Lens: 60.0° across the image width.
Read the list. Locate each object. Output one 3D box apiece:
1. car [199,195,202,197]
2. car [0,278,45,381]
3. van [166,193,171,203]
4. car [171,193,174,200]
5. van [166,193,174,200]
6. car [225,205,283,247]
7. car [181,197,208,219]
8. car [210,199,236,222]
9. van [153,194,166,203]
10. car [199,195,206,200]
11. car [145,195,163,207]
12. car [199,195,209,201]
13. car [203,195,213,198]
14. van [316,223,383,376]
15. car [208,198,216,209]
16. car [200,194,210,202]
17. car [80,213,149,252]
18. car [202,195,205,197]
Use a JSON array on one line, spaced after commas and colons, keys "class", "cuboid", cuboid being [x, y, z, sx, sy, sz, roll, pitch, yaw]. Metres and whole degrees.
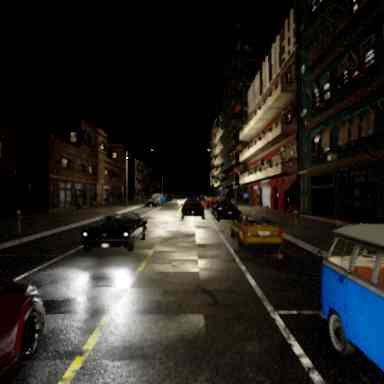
[{"class": "car", "cuboid": [0.086, 1.440, 45.533, 1.812, 1.442, 4.674, 0, 0, 0]}, {"class": "car", "cuboid": [-3.093, 1.560, 3.070, 1.994, 1.385, 4.181, 0, 0, 0]}, {"class": "van", "cuboid": [-5.675, 1.207, 64.780, 1.690, 1.788, 3.998, 1, 0, 0]}, {"class": "car", "cuboid": [-5.678, 1.379, 75.941, 1.887, 1.381, 4.507, 1, 0, 0]}, {"class": "van", "cuboid": [-5.674, 1.141, 87.101, 1.690, 1.788, 3.998, 1, 0, 0]}, {"class": "car", "cuboid": [2.702, 1.503, 14.766, 1.752, 1.417, 4.829, 1, 0, 0]}, {"class": "car", "cuboid": [0.084, 1.430, 28.435, 1.882, 1.535, 5.008, 0, 0, 0]}, {"class": "car", "cuboid": [2.701, 1.524, 25.758, 1.947, 1.339, 4.313, 1, 0, 0]}, {"class": "van", "cuboid": [-5.675, 1.236, 53.620, 1.690, 1.788, 3.998, 1, 0, 0]}, {"class": "car", "cuboid": [2.701, 1.382, 87.145, 1.802, 1.307, 4.206, 1, 0, 0]}, {"class": "car", "cuboid": [-5.679, 1.474, 48.040, 1.947, 1.339, 4.313, 1, 0, 0]}, {"class": "car", "cuboid": [2.702, 1.386, 75.983, 2.008, 1.369, 4.403, 1, 0, 0]}, {"class": "car", "cuboid": [2.702, 1.466, 42.501, 1.887, 1.381, 4.507, 1, 0, 0]}, {"class": "van", "cuboid": [2.705, 1.337, 3.435, 1.690, 1.788, 3.998, 1, 0, 0]}, {"class": "car", "cuboid": [2.702, 1.512, 31.339, 1.947, 1.339, 4.313, 1, 0, 0]}, {"class": "car", "cuboid": [2.704, 1.291, 70.403, 1.967, 1.590, 4.097, 1, 0, 0]}, {"class": "car", "cuboid": [-3.057, 1.580, 13.949, 1.895, 1.301, 4.718, 0, 0, 1]}, {"class": "car", "cuboid": [2.702, 1.446, 53.662, 2.008, 1.369, 4.403, 1, 0, 0]}]
